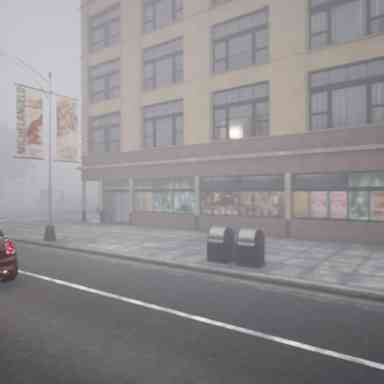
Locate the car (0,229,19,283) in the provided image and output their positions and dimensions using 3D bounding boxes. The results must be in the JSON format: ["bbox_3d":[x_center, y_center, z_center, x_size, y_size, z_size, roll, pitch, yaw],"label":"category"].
[{"bbox_3d":[-6.505,1.386,8.600,4.553,1.767,2.097,0,0,36],"label":"car"}]
